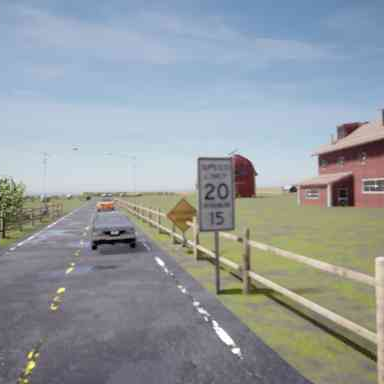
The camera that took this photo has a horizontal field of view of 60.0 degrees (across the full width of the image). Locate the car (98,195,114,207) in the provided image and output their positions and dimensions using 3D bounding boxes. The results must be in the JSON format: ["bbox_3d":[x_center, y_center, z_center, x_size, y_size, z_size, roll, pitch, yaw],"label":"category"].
[{"bbox_3d":[-11.691,1.650,45.281,2.097,1.767,4.553,-1,0,-15],"label":"car"}]

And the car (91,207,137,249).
[{"bbox_3d":[-3.627,1.641,15.258,2.033,1.411,5.357,-1,0,-15],"label":"car"}]

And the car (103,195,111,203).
[{"bbox_3d":[-22.764,1.792,88.995,2.150,2.045,5.566,-1,0,-15],"label":"car"}]

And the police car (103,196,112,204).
[{"bbox_3d":[-20.170,1.931,79.420,1.930,1.638,5.238,-1,0,-15],"label":"police car"}]
